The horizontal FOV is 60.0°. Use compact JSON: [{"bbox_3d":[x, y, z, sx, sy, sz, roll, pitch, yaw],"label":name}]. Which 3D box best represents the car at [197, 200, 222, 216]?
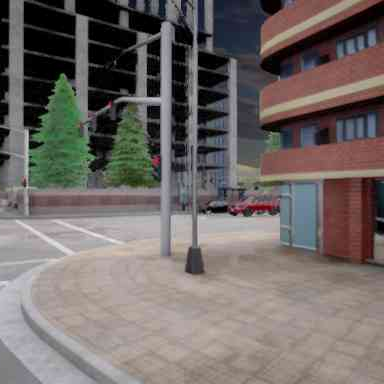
[{"bbox_3d":[2.420,1.555,33.842,5.008,1.535,1.882,0,0,-33],"label":"car"}]

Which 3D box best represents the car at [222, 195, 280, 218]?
[{"bbox_3d":[6.025,1.311,31.991,5.566,2.045,2.150,0,0,-33],"label":"car"}]
